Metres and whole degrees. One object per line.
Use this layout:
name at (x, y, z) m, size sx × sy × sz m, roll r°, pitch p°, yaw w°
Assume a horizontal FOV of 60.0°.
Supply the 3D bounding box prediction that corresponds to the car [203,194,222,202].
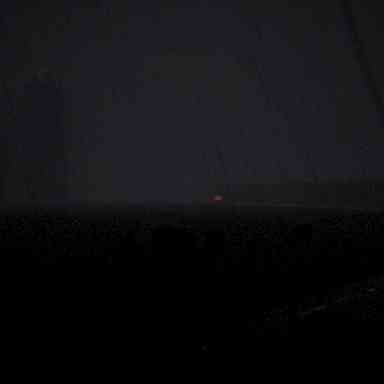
car at (4.459, 1.199, 73.697) m, size 2.097 × 1.767 × 4.553 m, roll -1°, pitch 0°, yaw -36°

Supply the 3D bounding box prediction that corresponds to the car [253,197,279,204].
car at (13.547, 1.551, 61.333) m, size 1.895 × 1.301 × 4.718 m, roll -1°, pitch 1°, yaw -36°
